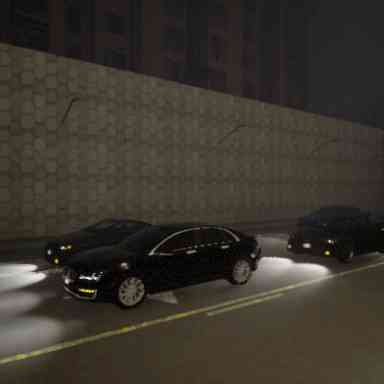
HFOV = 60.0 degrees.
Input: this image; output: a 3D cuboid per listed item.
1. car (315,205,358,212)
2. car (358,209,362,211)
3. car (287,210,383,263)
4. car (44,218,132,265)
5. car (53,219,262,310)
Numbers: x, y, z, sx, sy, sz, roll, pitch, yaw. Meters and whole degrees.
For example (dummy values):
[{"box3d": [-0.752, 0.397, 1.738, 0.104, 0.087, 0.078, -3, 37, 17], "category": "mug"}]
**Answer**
[{"box3d": [7.722, 1.479, 17.988, 5.008, 1.535, 1.882, 0, 0, -35], "category": "car"}, {"box3d": [9.919, 1.506, 15.241, 4.892, 1.490, 1.837, 0, 0, -35], "category": "car"}, {"box3d": [5.370, 1.565, 11.997, 4.181, 1.385, 1.994, 0, 0, -35], "category": "car"}, {"box3d": [-2.491, 1.564, 10.783, 4.181, 1.385, 1.994, 0, 0, -35], "category": "car"}, {"box3d": [-0.466, 1.506, 7.931, 4.892, 1.490, 1.837, 0, 0, -35], "category": "car"}]
